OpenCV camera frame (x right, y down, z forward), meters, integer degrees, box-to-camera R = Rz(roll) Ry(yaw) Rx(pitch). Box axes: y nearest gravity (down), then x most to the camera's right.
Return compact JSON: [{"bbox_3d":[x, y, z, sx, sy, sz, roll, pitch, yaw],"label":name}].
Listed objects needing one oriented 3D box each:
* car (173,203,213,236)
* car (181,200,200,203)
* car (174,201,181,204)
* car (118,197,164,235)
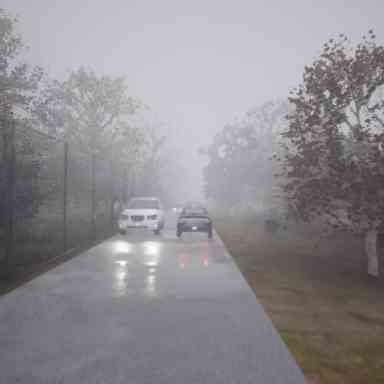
[{"bbox_3d":[0.130,1.590,18.812,2.128,1.511,4.902,0,-1,0],"label":"car"},{"bbox_3d":[0.211,1.720,37.285,2.097,1.767,4.553,0,-1,0],"label":"car"},{"bbox_3d":[-2.496,2.399,61.930,1.994,1.385,4.181,0,-1,1],"label":"car"},{"bbox_3d":[-2.849,1.326,19.837,2.150,2.045,5.566,0,0,-1],"label":"car"}]
